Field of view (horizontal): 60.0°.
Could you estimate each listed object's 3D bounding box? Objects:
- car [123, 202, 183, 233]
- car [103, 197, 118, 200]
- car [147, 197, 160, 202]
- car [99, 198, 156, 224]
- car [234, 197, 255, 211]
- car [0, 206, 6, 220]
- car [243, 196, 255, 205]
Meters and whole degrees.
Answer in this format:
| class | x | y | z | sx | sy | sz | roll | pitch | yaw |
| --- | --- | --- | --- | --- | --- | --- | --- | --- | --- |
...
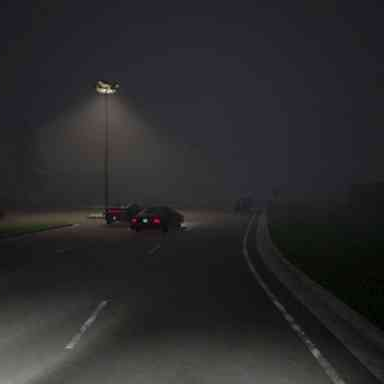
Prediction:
| class | x | y | z | sx | sy | sz | roll | pitch | yaw |
| --- | --- | --- | --- | --- | --- | --- | --- | --- | --- |
| car | -1.914 | 1.532 | 19.533 | 2.033 | 1.411 | 5.357 | 0 | 0 | 11 |
| car | -13.371 | 1.504 | 54.406 | 1.812 | 1.442 | 4.674 | 0 | 0 | 12 |
| car | -6.534 | 1.520 | 52.900 | 1.837 | 1.490 | 4.892 | 0 | 0 | 12 |
| car | -4.540 | 1.474 | 23.933 | 2.128 | 1.511 | 4.902 | 0 | 0 | 11 |
| car | 6.114 | 1.507 | 40.154 | 2.033 | 1.411 | 5.357 | 0 | 0 | 12 |
| car | -16.395 | 1.516 | 25.303 | 1.812 | 1.442 | 4.674 | 0 | 0 | 14 |
| car | 10.053 | 1.504 | 58.443 | 1.994 | 1.385 | 4.181 | 0 | 0 | 12 |
